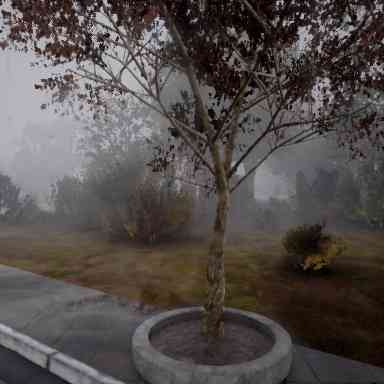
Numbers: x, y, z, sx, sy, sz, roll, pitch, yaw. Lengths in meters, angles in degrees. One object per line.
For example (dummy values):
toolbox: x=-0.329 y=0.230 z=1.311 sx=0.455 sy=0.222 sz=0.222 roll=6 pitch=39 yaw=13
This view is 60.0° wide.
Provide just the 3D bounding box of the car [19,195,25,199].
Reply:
car: x=-22.628 y=1.174 z=43.321 sx=1.837 sy=1.490 sz=4.892 roll=1 pitch=0 yaw=32
